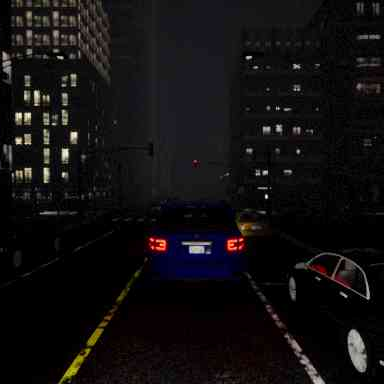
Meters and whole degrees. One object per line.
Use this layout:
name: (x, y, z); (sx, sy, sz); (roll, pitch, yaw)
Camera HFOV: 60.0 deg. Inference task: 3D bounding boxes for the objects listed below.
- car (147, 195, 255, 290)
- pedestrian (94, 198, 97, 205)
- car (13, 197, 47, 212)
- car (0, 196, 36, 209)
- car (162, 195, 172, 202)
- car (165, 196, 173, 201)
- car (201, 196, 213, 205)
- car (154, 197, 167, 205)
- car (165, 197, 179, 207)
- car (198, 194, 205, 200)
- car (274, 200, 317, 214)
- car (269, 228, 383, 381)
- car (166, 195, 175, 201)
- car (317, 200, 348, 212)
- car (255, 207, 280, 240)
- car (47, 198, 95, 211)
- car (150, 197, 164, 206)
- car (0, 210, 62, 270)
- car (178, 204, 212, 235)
car: (0.094, 1.219, 9.201); (2.150, 2.045, 5.566); (0, 0, 0)
pedestrian: (-12.561, 1.299, 43.052); (0.500, 1.100, 0.500); (0, 0, 1)
car: (-17.826, 1.442, 34.389); (4.181, 1.385, 1.994); (0, 1, 1)
car: (-21.673, 1.274, 40.202); (4.829, 1.417, 1.752); (0, 0, 1)
car: (-5.724, 1.530, 77.148); (1.887, 1.381, 4.507); (-1, 0, 0)
car: (-5.725, 1.567, 82.803); (1.802, 1.307, 4.206); (-1, 0, 0)
car: (2.660, 1.538, 60.187); (2.008, 1.369, 4.403); (-1, 0, 0)
car: (-5.719, 1.553, 60.185); (1.947, 1.339, 4.313); (-1, 0, 0)
car: (-3.107, 1.552, 52.656); (1.994, 1.385, 4.181); (0, 0, 0)
car: (2.650, 1.424, 94.115); (1.967, 1.590, 4.097); (-1, 0, 0)
car: (11.241, 1.637, 37.128); (4.181, 1.385, 1.994); (0, 1, 0)
car: (2.805, 1.549, 5.289); (2.008, 1.369, 4.403); (-1, 0, 0)
car: (-5.727, 1.529, 88.457); (1.887, 1.381, 4.507); (-1, 0, 0)
car: (16.302, 1.622, 39.714); (4.403, 1.369, 2.008); (0, 0, 1)
car: (2.801, 1.521, 16.747); (1.752, 1.417, 4.829); (-1, 0, 0)
car: (-13.844, 1.403, 37.540); (5.357, 1.411, 2.033); (0, 1, 1)
car: (-5.718, 1.513, 54.360); (1.752, 1.417, 4.829); (-1, 0, 0)
car: (-5.836, 1.542, 10.988); (1.887, 1.381, 4.507); (-1, 0, 0)
car: (0.092, 1.520, 19.712); (1.812, 1.442, 4.674); (0, 0, -2)
